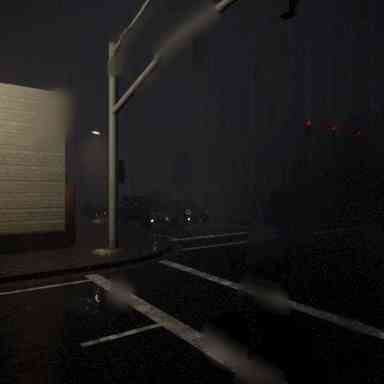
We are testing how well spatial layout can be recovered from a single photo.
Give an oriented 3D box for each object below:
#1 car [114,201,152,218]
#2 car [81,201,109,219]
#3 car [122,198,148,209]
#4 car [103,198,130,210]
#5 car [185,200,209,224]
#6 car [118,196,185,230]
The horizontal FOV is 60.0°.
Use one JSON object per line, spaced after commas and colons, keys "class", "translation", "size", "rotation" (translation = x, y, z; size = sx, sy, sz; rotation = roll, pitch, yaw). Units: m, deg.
{"class": "car", "translation": [-5.737, 1.619, 32.089], "size": [1.994, 1.385, 4.181], "rotation": [0, 0, -35]}
{"class": "car", "translation": [-8.550, 1.619, 30.013], "size": [1.994, 1.385, 4.181], "rotation": [0, 0, -35]}
{"class": "car", "translation": [-8.272, 1.619, 47.974], "size": [1.994, 1.385, 4.181], "rotation": [0, 0, -36]}
{"class": "car", "translation": [-10.114, 1.581, 44.500], "size": [1.812, 1.442, 4.674], "rotation": [0, 0, -36]}
{"class": "car", "translation": [-0.717, 1.407, 25.061], "size": [2.097, 1.767, 4.553], "rotation": [0, 0, -36]}
{"class": "car", "translation": [-3.084, 1.277, 22.348], "size": [2.150, 2.045, 5.566], "rotation": [0, 0, -36]}
